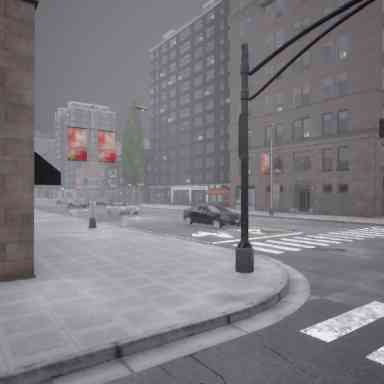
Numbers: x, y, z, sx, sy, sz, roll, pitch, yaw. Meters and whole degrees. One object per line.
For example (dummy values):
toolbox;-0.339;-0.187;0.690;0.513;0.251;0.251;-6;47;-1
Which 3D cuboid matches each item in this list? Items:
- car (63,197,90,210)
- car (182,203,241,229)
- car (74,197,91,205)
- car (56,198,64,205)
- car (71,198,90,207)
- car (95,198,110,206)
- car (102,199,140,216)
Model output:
car;-16.274;1.683;46.995;1.837;1.490;4.892;0;-1;-35
car;1.315;1.540;22.398;1.882;1.535;5.008;0;0;-36
car;-21.850;1.760;66.140;1.837;1.490;4.892;0;0;-36
car;-25.225;1.803;65.260;2.033;1.411;5.357;0;0;-36
car;-19.024;1.782;56.636;1.994;1.385;4.181;0;0;-36
car;-14.938;1.706;56.512;2.128;1.511;4.902;0;0;-36
car;-7.163;1.719;34.207;1.895;1.301;4.718;0;0;-36
